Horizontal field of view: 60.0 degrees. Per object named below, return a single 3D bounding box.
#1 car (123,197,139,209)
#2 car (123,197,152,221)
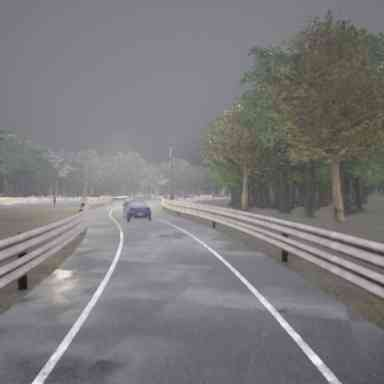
[{"bbox_3d":[-8.179,1.407,44.886,1.812,1.442,4.674,-1,1,-6],"label":"car"},{"bbox_3d":[-4.546,1.480,27.254,1.882,1.535,5.008,0,1,-17],"label":"car"}]
